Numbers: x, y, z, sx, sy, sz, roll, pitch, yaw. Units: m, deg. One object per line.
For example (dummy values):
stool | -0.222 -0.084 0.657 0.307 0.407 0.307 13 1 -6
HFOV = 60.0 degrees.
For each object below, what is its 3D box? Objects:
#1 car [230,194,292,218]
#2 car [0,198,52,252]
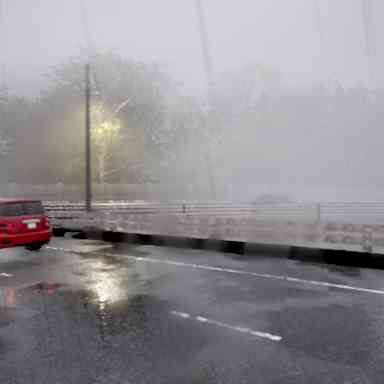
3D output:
car | 6.219 1.190 29.654 5.566 2.045 2.150 -1 0 -17
car | -7.821 1.245 12.553 5.566 2.045 2.150 0 0 28
